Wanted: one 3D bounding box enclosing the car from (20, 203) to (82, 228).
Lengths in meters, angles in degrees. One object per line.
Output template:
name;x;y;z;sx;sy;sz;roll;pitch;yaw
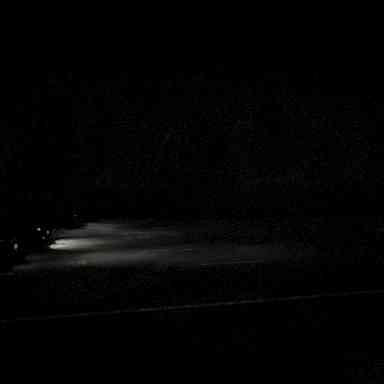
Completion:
car;-9.225;1.437;20.423;4.674;1.442;1.812;0;0;-13

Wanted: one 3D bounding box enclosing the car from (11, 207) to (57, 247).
car;-7.997;1.501;13.508;4.181;1.385;1.994;0;0;-13

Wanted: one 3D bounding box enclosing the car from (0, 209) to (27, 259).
car;-7.938;1.441;9.928;4.902;1.511;2.128;0;0;-13

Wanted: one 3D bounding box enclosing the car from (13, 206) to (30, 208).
car;-10.949;1.522;16.415;4.718;1.301;1.895;0;0;-13
